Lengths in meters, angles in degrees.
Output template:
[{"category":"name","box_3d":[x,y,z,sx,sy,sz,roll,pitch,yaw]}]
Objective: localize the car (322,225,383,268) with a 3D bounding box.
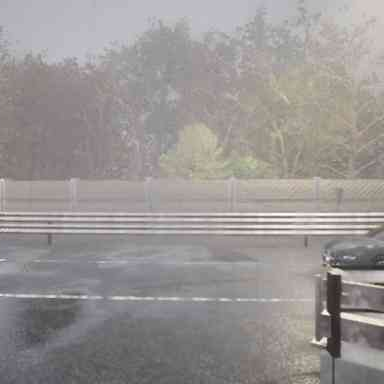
[{"category":"car","box_3d":[5.969,1.502,8.755,4.892,1.490,1.837,0,0,-1]}]
